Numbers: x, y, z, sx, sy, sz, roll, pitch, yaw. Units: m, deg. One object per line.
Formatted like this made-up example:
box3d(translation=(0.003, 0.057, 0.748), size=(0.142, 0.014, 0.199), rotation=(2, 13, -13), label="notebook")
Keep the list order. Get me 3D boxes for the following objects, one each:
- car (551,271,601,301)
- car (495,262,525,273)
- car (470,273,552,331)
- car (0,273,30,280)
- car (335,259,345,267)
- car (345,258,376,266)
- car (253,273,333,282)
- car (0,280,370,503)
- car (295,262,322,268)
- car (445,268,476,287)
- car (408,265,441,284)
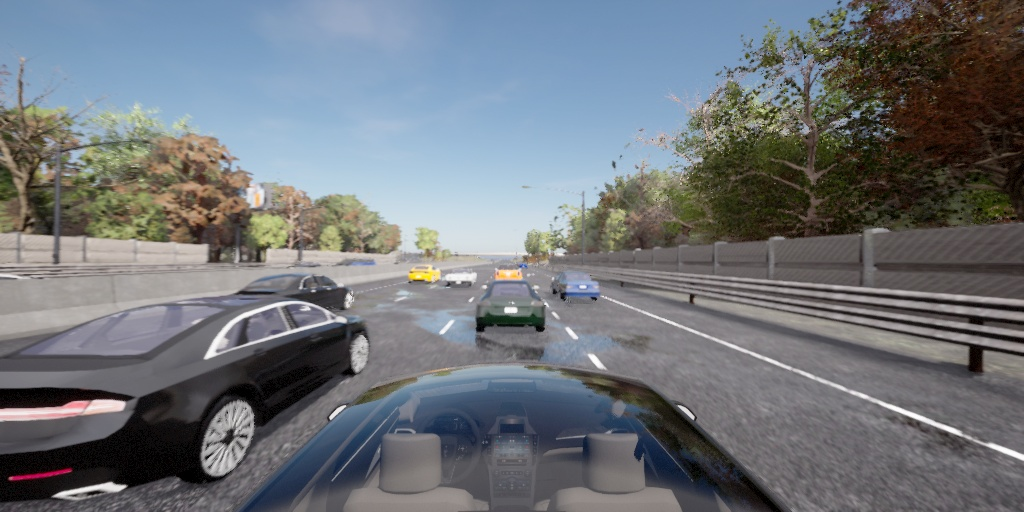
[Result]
box3d(translation=(3.225, 1.501, 18.999), size=(2.033, 1.411, 5.357), rotation=(0, -1, -1), label="car")
box3d(translation=(-0.302, 1.387, 28.564), size=(2.097, 1.767, 4.553), rotation=(0, -1, -1), label="car")
box3d(translation=(-0.058, 1.417, 11.445), size=(1.994, 1.385, 4.181), rotation=(0, -1, -1), label="car")
box3d(translation=(-17.760, 1.266, 11.433), size=(1.812, 1.442, 4.674), rotation=(0, -1, -1), label="car")
box3d(translation=(-25.319, 1.400, 55.787), size=(2.150, 2.045, 5.566), rotation=(0, -1, 0), label="car")
box3d(translation=(-21.793, 1.383, 52.685), size=(2.150, 2.045, 5.566), rotation=(0, 0, 0), label="car")
box3d(translation=(-7.068, 1.320, 12.104), size=(1.837, 1.490, 4.892), rotation=(0, 0, -1), label="car")
box3d(translation=(-3.460, 1.250, 4.619), size=(2.128, 1.511, 4.902), rotation=(0, -1, -1), label="car")
box3d(translation=(-28.769, 1.588, 50.710), size=(2.128, 1.511, 4.902), rotation=(0, -1, 0), label="car")
box3d(translation=(-3.783, 1.601, 27.436), size=(1.895, 1.301, 4.718), rotation=(0, -1, -1), label="car")
box3d(translation=(-7.326, 1.488, 30.400), size=(1.882, 1.535, 5.008), rotation=(0, -1, -1), label="car")
